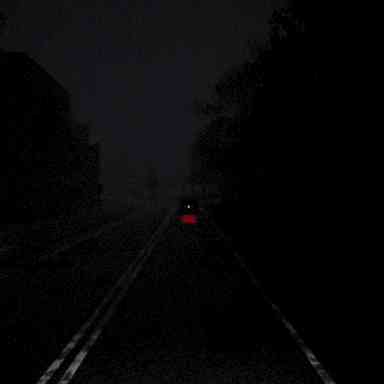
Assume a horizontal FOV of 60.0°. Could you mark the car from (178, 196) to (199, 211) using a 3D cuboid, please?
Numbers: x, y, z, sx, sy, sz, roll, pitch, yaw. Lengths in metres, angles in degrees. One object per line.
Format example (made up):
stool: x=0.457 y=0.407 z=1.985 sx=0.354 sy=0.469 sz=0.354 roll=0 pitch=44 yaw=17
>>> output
car: x=-0.350 y=1.196 z=33.935 sx=1.837 sy=1.490 sz=4.892 roll=0 pitch=-1 yaw=-1

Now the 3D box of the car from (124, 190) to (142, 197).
car: x=-13.650 y=0.314 z=76.890 sx=2.128 sy=1.511 sz=4.902 roll=-1 pitch=0 yaw=31
